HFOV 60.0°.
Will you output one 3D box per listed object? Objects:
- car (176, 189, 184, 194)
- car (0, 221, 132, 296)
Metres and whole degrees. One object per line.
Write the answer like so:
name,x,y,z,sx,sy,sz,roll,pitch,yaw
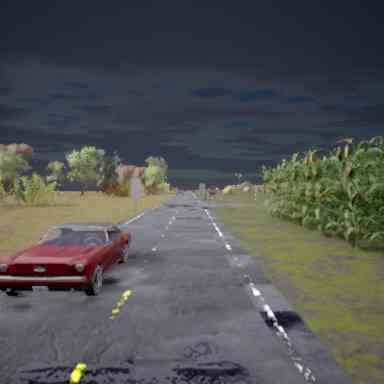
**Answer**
car,-3.313,0.023,92.736,2.150,2.045,5.566,0,1,-1
car,-2.853,1.480,8.454,1.895,1.301,4.718,0,1,0
